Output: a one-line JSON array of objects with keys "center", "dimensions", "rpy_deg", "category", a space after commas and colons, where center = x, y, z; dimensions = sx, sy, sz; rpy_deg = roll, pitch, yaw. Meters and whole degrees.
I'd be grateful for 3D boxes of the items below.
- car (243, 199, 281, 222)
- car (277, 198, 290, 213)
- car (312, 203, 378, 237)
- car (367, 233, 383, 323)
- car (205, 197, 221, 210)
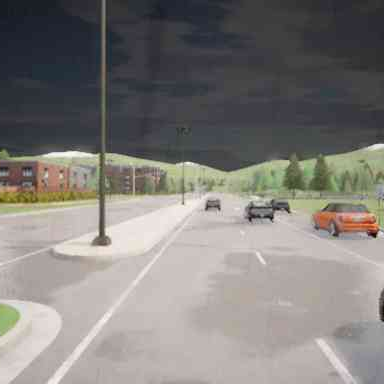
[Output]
[{"center": [5.106, 1.459, 25.750], "dimensions": [2.128, 1.511, 4.902], "rpy_deg": [0, 0, 4], "category": "car"}, {"center": [9.268, 1.470, 35.926], "dimensions": [1.837, 1.490, 4.892], "rpy_deg": [0, 0, 4], "category": "car"}, {"center": [8.135, 1.352, 18.172], "dimensions": [2.097, 1.767, 4.553], "rpy_deg": [0, 0, 4], "category": "car"}, {"center": [3.846, 1.517, 3.323], "dimensions": [1.837, 1.490, 4.892], "rpy_deg": [0, 0, 1], "category": "car"}, {"center": [2.583, 1.412, 41.014], "dimensions": [2.128, 1.511, 4.902], "rpy_deg": [0, 0, 4], "category": "car"}]
